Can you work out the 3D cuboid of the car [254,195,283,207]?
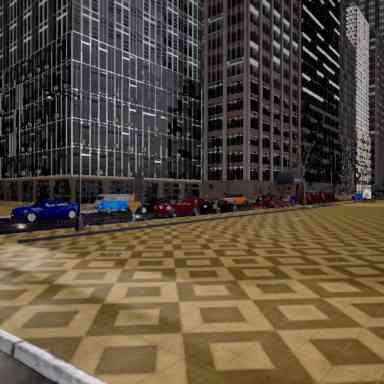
[{"bbox_3d":[10.369,1.125,44.798,1.837,1.490,4.892,0,1,41],"label":"car"}]

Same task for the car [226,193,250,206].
[{"bbox_3d":[5.203,0.994,43.558,2.097,1.767,4.553,0,1,41],"label":"car"}]

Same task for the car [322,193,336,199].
[{"bbox_3d":[33.106,0.829,80.200,1.947,1.339,4.313,1,1,41],"label":"car"}]

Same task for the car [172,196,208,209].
[{"bbox_3d":[-0.178,1.219,41.295,1.887,1.381,4.507,1,1,41],"label":"car"}]

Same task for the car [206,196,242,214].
[{"bbox_3d":[2.538,1.320,31.462,1.947,1.339,4.313,1,1,41],"label":"car"}]

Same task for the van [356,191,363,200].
[{"bbox_3d":[35.765,0.683,70.410,1.690,1.788,3.998,1,1,41],"label":"van"}]

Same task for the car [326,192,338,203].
[{"bbox_3d":[20.975,0.840,53.116,2.192,1.841,5.009,1,1,41],"label":"car"}]

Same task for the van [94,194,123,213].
[{"bbox_3d":[-7.657,1.107,32.719,1.690,1.788,3.998,1,1,41],"label":"van"}]

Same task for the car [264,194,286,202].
[{"bbox_3d":[14.618,1.057,58.582,1.947,1.339,4.313,1,1,41],"label":"car"}]

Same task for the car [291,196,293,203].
[{"bbox_3d":[17.077,1.062,52.713,1.812,1.442,4.674,0,1,41],"label":"car"}]

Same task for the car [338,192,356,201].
[{"bbox_3d":[28.480,0.957,61.895,1.752,1.417,4.829,1,1,41],"label":"car"}]

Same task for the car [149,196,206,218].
[{"bbox_3d":[-1.116,1.241,27.101,1.967,1.590,4.097,1,1,41],"label":"car"}]

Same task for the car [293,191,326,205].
[{"bbox_3d":[17.278,0.885,48.793,2.192,1.841,5.009,1,1,41],"label":"car"}]

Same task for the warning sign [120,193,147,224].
[{"bbox_3d":[-3.620,0.977,20.725,1.300,1.860,1.060,0,0,41],"label":"warning sign"}]

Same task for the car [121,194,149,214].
[{"bbox_3d":[-4.126,1.236,32.688,1.882,1.535,5.008,0,1,41],"label":"car"}]

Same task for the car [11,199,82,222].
[{"bbox_3d":[-10.787,1.319,24.899,1.882,1.535,5.008,0,1,41],"label":"car"}]

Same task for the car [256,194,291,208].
[{"bbox_3d":[9.882,1.244,40.151,1.802,1.307,4.206,1,1,41],"label":"car"}]

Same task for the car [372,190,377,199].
[{"bbox_3d":[39.461,0.848,74.737,2.008,1.369,4.403,1,1,41],"label":"car"}]

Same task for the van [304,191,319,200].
[{"bbox_3d":[25.711,0.695,71.549,1.690,1.788,3.998,1,1,41],"label":"van"}]
